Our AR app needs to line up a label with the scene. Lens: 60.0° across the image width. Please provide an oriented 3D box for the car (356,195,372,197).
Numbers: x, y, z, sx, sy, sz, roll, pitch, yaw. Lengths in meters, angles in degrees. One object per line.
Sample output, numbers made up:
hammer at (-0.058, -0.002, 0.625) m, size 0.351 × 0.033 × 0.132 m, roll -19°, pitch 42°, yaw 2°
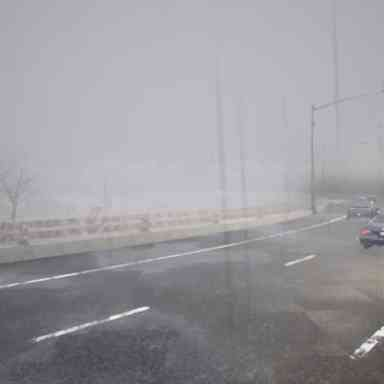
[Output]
car at (25.773, 1.358, 50.937) m, size 1.812 × 1.442 × 4.674 m, roll 0°, pitch 0°, yaw 19°

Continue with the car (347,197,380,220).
car at (13.466, 1.405, 26.080) m, size 2.128 × 1.511 × 4.902 m, roll 0°, pitch 0°, yaw 34°

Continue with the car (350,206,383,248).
car at (8.369, 1.501, 13.543) m, size 2.033 × 1.411 × 5.357 m, roll 0°, pitch 0°, yaw 40°
